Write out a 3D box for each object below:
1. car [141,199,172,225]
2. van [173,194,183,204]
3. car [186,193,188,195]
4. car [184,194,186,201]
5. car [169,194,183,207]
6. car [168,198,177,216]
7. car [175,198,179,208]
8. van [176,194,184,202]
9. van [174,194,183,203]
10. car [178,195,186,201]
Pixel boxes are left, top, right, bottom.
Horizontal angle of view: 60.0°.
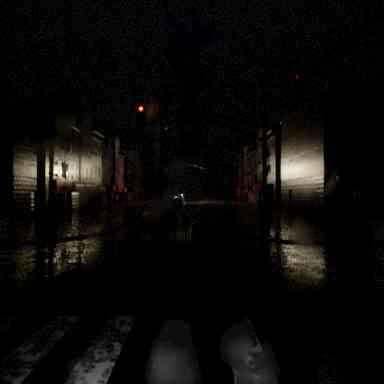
[{"bbox_3d":[-2.655,1.507,24.055,1.752,1.417,4.829,0,0,0],"label":"car"},{"bbox_3d":[-2.690,1.355,63.463,1.690,1.788,3.998,0,0,0],"label":"van"},{"bbox_3d":[-2.711,1.581,85.715,1.752,1.417,4.829,0,0,0],"label":"car"},{"bbox_3d":[-2.685,1.321,57.857,2.192,1.841,5.009,0,0,0],"label":"car"},{"bbox_3d":[-2.675,1.433,46.646,1.967,1.590,4.097,0,0,0],"label":"car"},{"bbox_3d":[-2.660,1.527,29.830,1.887,1.381,4.507,0,0,0],"label":"car"},{"bbox_3d":[-2.666,1.566,35.435,1.802,1.307,4.206,0,0,0],"label":"car"},{"bbox_3d":[-2.700,1.374,74.674,1.690,1.788,3.998,0,0,0],"label":"van"},{"bbox_3d":[-2.695,1.364,69.068,1.690,1.788,3.998,0,0,0],"label":"van"},{"bbox_3d":[-2.716,1.635,91.490,1.947,1.339,4.313,0,0,0],"label":"car"}]
